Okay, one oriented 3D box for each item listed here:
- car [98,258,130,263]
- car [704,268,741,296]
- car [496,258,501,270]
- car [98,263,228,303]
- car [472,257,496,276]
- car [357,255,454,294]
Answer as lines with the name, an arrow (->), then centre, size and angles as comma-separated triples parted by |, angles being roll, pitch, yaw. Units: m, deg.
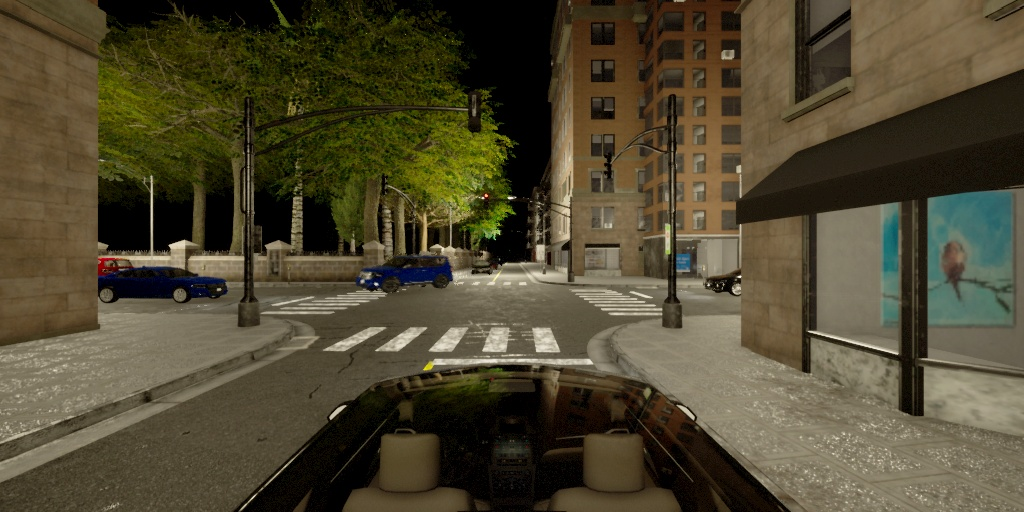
car -> -25.923, 1.035, 21.800 | 5.009, 1.841, 2.192 | 0, 0, 1
car -> 12.689, 1.271, 18.705 | 4.892, 1.490, 1.837 | 0, 0, 1
car -> -3.028, 1.260, 50.073 | 1.994, 1.385, 4.181 | 0, 0, 0
car -> -15.472, 1.212, 15.883 | 5.008, 1.535, 1.882 | 0, 0, 0
car -> -3.054, 1.200, 37.472 | 1.882, 1.535, 5.008 | 0, 0, 0
car -> -5.901, 0.968, 20.649 | 2.150, 2.045, 5.566 | 3, 1, 41
